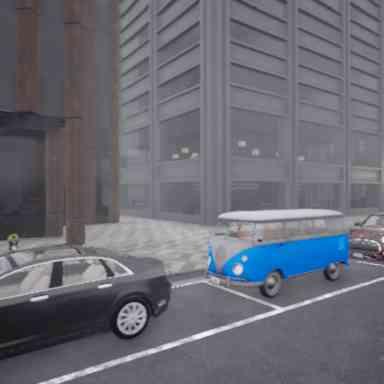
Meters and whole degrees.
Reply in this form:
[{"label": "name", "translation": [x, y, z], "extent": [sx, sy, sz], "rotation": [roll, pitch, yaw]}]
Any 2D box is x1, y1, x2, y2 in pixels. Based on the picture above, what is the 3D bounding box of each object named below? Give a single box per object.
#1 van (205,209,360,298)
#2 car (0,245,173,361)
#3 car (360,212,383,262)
[{"label": "van", "translation": [2.205, 1.339, 8.226], "extent": [3.998, 1.788, 1.690], "rotation": [0, 0, -36]}, {"label": "car", "translation": [-2.383, 1.550, 4.952], "extent": [4.403, 1.369, 2.008], "rotation": [0, 0, -36]}, {"label": "car", "translation": [6.793, 1.436, 11.500], "extent": [4.097, 1.590, 1.967], "rotation": [0, 0, -36]}]
